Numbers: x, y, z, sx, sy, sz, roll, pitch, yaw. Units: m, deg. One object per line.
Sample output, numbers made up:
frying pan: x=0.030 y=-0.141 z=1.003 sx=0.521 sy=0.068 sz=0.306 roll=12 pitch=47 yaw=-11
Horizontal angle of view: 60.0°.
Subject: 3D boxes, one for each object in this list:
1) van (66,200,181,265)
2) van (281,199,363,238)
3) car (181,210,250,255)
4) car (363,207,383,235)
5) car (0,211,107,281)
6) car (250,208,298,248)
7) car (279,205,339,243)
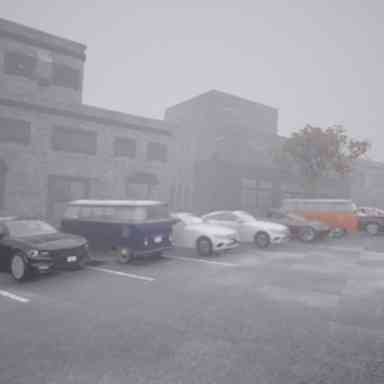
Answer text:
van: x=-2.840 y=1.263 z=11.702 sx=4.442 sy=1.987 sz=1.878 roll=-1 pitch=-1 yaw=35
van: x=6.728 y=1.380 z=18.492 sx=4.442 sy=1.987 sz=1.878 roll=-1 pitch=-1 yaw=35
car: x=-0.353 y=1.544 z=13.339 sx=4.674 sy=1.452 sz=2.002 roll=-1 pitch=-1 yaw=35
car: x=9.212 y=1.672 z=20.116 sx=5.008 sy=1.535 sz=2.097 roll=0 pitch=-2 yaw=35
car: x=-5.137 y=1.476 z=9.938 sx=5.008 sy=1.535 sz=2.097 roll=-1 pitch=-1 yaw=35
car: x=2.043 y=1.567 z=15.041 sx=4.674 sy=1.452 sz=2.002 roll=-1 pitch=-1 yaw=35
car: x=4.455 y=1.586 z=16.712 sx=4.792 sy=1.488 sz=2.163 roll=-1 pitch=-1 yaw=35
